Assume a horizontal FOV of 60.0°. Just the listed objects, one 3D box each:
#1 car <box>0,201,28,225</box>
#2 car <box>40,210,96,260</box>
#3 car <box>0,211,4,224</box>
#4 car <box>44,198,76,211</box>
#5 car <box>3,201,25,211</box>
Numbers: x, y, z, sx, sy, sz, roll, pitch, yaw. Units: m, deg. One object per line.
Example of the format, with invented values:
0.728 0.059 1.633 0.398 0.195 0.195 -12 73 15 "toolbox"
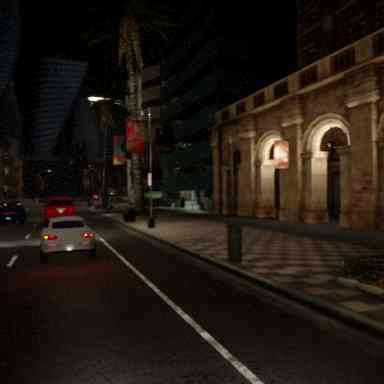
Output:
-14.263 1.775 26.511 1.882 1.535 5.008 -1 0 -22 "car"
-4.872 1.640 13.024 1.812 1.442 4.674 -1 -1 -22 "car"
-8.066 1.664 11.584 1.837 1.490 4.892 -1 0 -22 "car"
-10.164 1.455 25.699 2.150 2.045 5.566 -1 0 -22 "car"
-28.139 2.151 52.573 1.994 1.385 4.181 -1 0 -13 "car"
